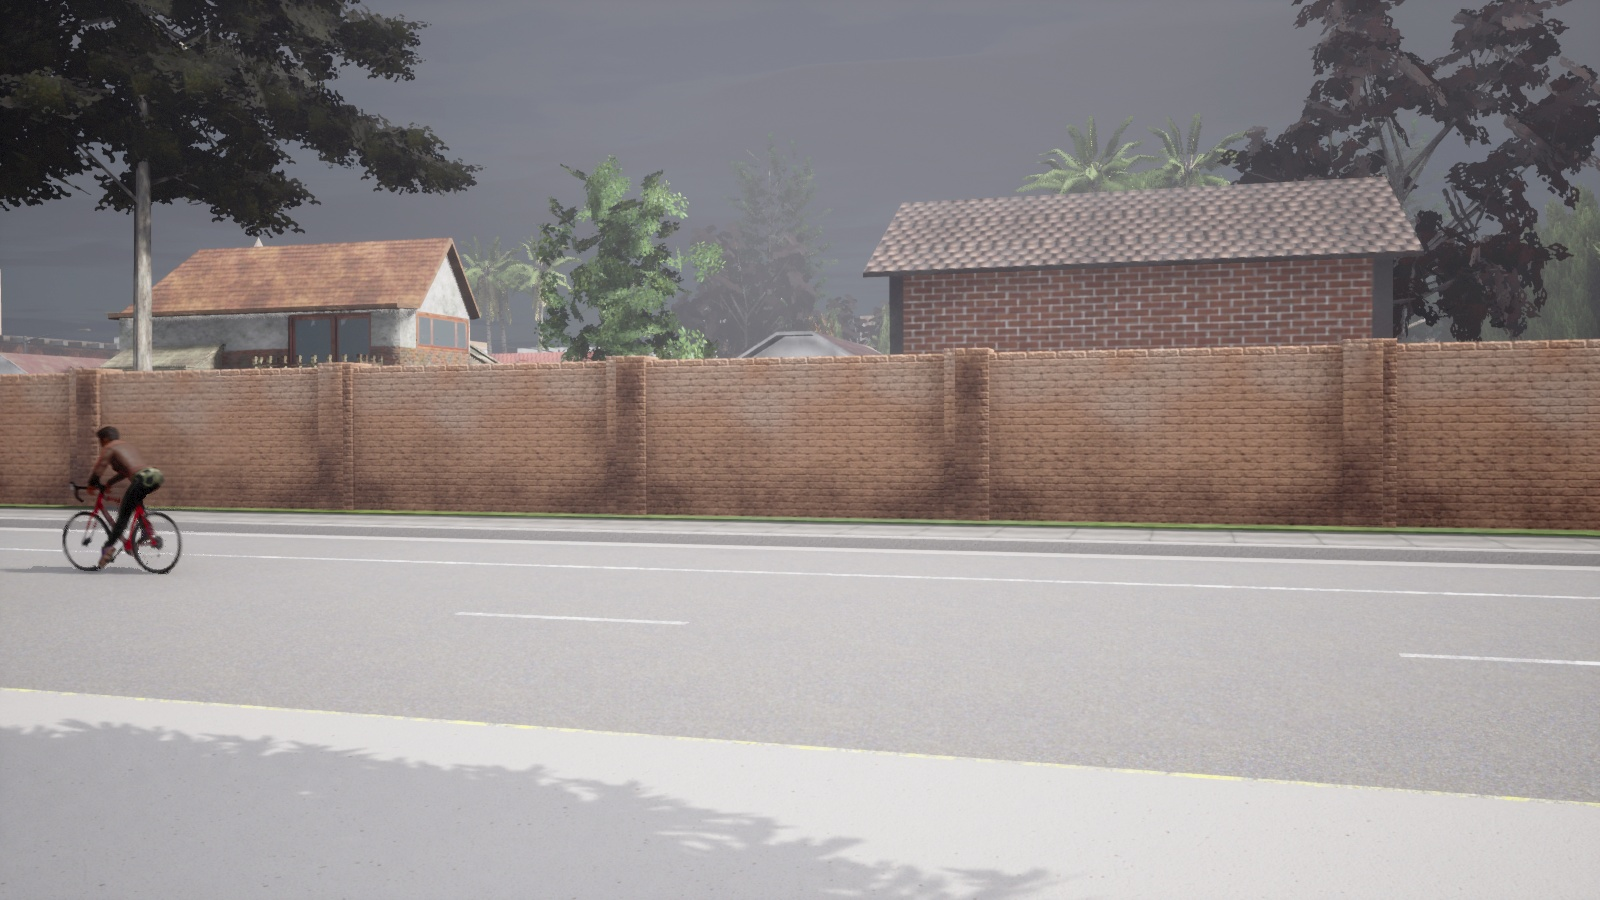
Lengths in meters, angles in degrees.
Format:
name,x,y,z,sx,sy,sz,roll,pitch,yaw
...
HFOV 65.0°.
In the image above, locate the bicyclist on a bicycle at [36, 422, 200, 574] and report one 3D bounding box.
name,x,y,z,sx,sy,sz,roll,pitch,yaw
bicyclist on a bicycle,-7.523,0.507,13.858,1.656,1.620,0.582,0,1,17
